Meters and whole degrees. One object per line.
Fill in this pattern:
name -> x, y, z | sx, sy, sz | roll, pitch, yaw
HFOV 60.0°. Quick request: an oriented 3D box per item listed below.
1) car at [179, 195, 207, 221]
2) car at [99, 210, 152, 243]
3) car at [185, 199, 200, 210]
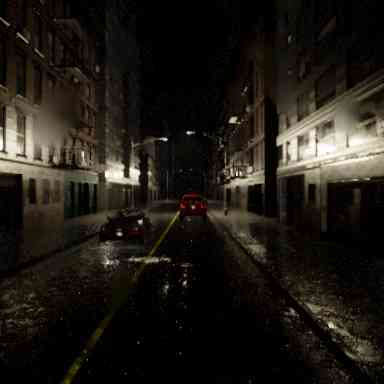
car -> 0.100, 1.280, 28.141 | 2.150, 2.045, 5.566 | 0, 0, 0
car -> -3.091, 1.599, 16.117 | 1.994, 1.385, 4.181 | 0, 0, 0
car -> 0.094, 1.694, 45.212 | 1.895, 1.301, 4.718 | 0, 0, 0
